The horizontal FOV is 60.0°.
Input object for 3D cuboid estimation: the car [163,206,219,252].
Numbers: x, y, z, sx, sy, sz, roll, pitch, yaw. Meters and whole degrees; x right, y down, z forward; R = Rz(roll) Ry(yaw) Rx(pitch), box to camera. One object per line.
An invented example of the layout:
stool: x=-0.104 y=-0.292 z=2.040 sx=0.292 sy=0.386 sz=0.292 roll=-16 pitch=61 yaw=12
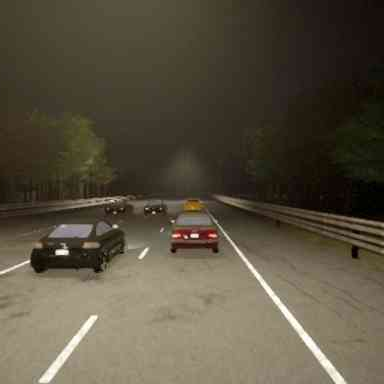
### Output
car: x=0.094 y=1.529 z=13.777 sx=2.033 sy=1.411 sz=5.357 roll=0 pitch=0 yaw=0

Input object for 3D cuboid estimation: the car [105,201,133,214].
car: x=-6.905 y=1.548 z=32.091 sx=1.895 sy=1.301 sz=4.718 roll=0 pitch=0 yaw=0

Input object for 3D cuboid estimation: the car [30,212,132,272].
car: x=-3.413 y=1.551 z=10.743 sx=1.994 sy=1.385 sz=4.181 roll=0 pitch=0 yaw=0

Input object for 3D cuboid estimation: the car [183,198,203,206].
car: x=0.096 y=1.418 z=35.185 sx=1.882 sy=1.535 sz=5.008 roll=0 pitch=0 yaw=0

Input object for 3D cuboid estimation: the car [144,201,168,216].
car: x=-3.405 y=1.548 z=32.082 sx=1.895 sy=1.301 sz=4.718 roll=0 pitch=0 yaw=0
